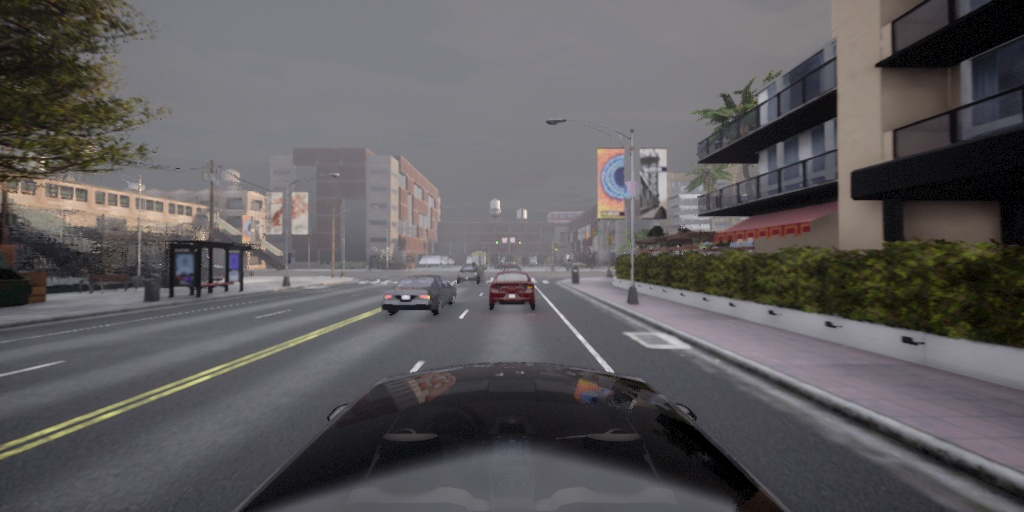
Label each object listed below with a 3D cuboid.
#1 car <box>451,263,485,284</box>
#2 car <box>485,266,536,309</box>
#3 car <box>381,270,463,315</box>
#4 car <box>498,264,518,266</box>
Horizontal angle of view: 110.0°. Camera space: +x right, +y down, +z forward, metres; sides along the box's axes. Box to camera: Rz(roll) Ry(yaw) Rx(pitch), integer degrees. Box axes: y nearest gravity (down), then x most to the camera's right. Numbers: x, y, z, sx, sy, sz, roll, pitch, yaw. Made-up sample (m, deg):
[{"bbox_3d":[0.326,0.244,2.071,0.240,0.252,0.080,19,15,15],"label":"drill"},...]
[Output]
[{"bbox_3d":[-3.374,1.560,30.316,2.128,1.511,4.902,0,0,3],"label":"car"},{"bbox_3d":[0.019,1.386,16.067,1.882,1.535,5.008,0,0,0],"label":"car"},{"bbox_3d":[-3.496,1.438,14.335,2.033,1.411,5.357,0,-1,0],"label":"car"},{"bbox_3d":[0.043,1.603,29.339,2.033,1.411,5.357,0,-1,2],"label":"car"}]
